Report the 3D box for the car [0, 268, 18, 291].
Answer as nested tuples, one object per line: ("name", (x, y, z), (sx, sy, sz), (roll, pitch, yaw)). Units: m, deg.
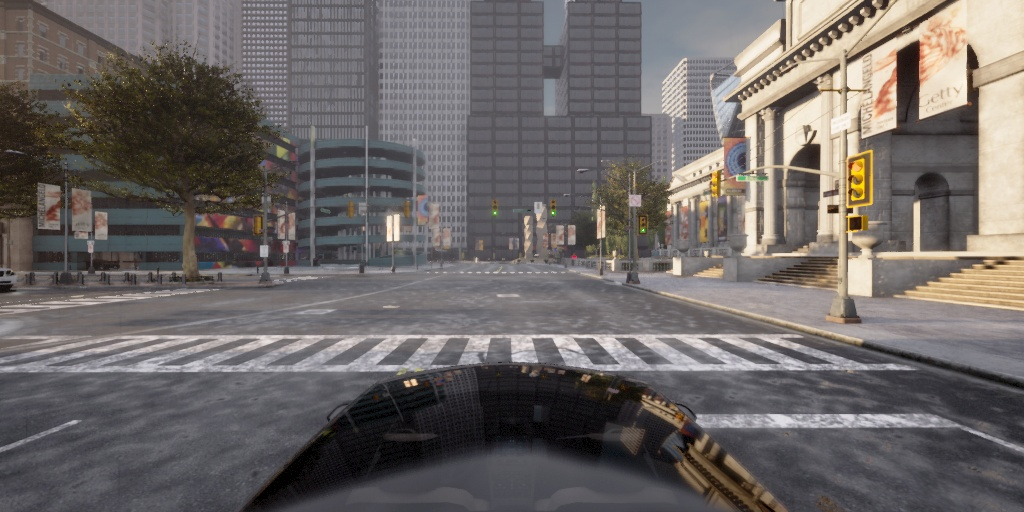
("car", (-31.150, 0.973, 19.769), (5.566, 2.045, 2.150), (0, 0, 0))
